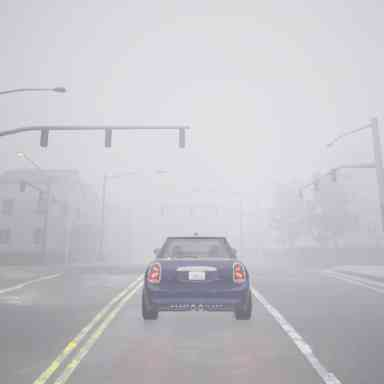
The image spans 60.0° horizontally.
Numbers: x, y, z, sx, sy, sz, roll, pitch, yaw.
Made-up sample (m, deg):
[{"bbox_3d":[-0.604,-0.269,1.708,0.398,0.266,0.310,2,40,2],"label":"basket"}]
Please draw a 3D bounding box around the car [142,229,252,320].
[{"bbox_3d":[0.086,1.809,8.247,2.097,1.767,4.553,0,-7,0],"label":"car"}]
